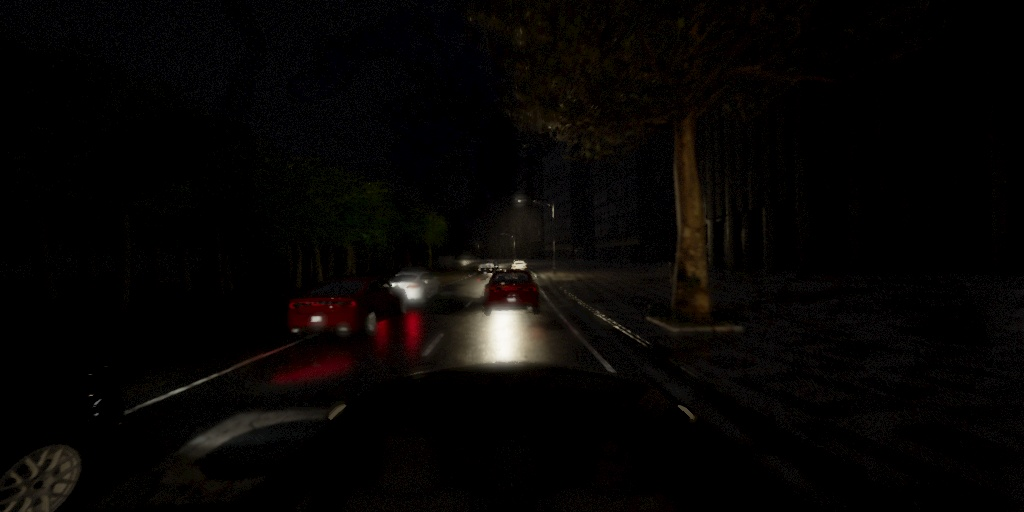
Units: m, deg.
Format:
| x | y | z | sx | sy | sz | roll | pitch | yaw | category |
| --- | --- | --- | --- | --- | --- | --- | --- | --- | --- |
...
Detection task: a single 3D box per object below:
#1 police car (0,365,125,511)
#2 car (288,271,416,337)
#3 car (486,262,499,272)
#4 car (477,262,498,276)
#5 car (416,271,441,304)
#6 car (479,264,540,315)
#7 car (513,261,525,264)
| x | y | z | sx | sy | sz | roll | pitch | yaw | category |
| --- | --- | --- | --- | --- | --- | --- | --- | --- | --- |
| -4.434 | 1.278 | 1.175 | 1.930 | 1.638 | 5.238 | -1 | 0 | -3 | police car |
| -4.680 | 1.361 | 11.035 | 1.882 | 1.535 | 5.008 | -1 | 0 | 0 | car |
| -2.846 | 1.536 | 52.918 | 1.895 | 1.301 | 4.718 | -1 | 0 | -2 | car |
| -2.791 | 1.509 | 40.451 | 1.895 | 1.301 | 4.718 | -1 | 0 | 2 | car |
| -4.655 | 1.423 | 17.020 | 1.812 | 1.442 | 4.674 | -1 | 0 | 1 | car |
| 0.005 | 1.257 | 13.878 | 1.882 | 1.535 | 5.008 | -1 | 0 | 0 | car |
| 0.882 | 1.356 | 43.679 | 1.812 | 1.442 | 4.674 | -1 | 0 | 0 | car |
